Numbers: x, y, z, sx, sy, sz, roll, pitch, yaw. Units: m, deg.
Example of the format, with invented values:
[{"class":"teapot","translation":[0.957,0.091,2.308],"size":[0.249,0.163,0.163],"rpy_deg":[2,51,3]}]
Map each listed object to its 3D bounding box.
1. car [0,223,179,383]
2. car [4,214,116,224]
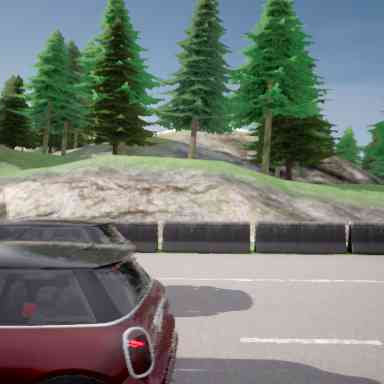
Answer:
[{"class":"car","translation":[-2.447,1.351,3.541],"size":[4.553,1.767,2.097],"rpy_deg":[0,0,2]},{"class":"car","translation":[-3.509,1.352,7.086],"size":[4.553,1.767,2.097],"rpy_deg":[0,0,2]}]
